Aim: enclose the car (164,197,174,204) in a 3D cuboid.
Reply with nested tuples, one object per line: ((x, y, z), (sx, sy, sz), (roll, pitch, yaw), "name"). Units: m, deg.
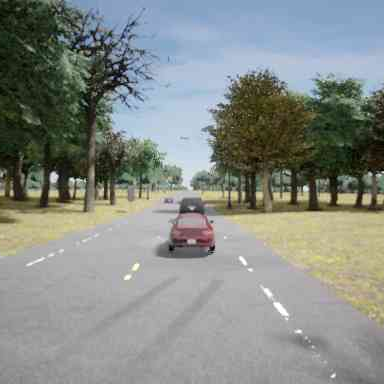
((-5.011, 1.775, 72.420), (2.128, 1.511, 4.902), (0, 0, -7), "car")

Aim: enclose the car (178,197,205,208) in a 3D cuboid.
((-0.008, 1.456, 29.018), (2.150, 2.045, 5.566), (0, 0, 0), "car")

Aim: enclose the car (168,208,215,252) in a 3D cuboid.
((0.000, 1.652, 14.366), (1.812, 1.442, 4.674), (0, 0, 0), "car")
